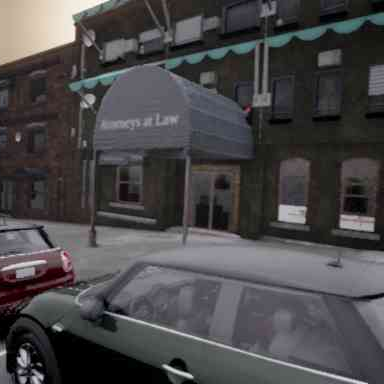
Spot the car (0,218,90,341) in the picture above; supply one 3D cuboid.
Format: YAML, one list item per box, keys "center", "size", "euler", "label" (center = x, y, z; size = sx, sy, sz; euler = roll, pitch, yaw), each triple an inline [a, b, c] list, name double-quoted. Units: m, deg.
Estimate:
- center: [-4.466, 1.345, 6.721]
  size: [4.553, 1.767, 2.185]
  euler: [0, 0, 36]
  label: "car"
